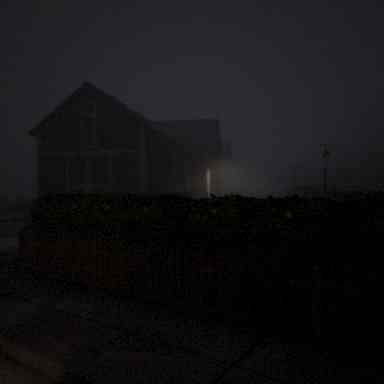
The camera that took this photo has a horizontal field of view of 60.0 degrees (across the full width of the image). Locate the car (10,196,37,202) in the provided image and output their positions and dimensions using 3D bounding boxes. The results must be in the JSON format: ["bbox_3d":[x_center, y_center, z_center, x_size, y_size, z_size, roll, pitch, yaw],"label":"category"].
[{"bbox_3d":[-22.964,1.380,46.857,1.816,1.474,4.193,-6,-1,10],"label":"car"}]

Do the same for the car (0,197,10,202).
[{"bbox_3d":[-29.187,1.476,49.006,2.033,1.411,5.357,0,0,13],"label":"car"}]
